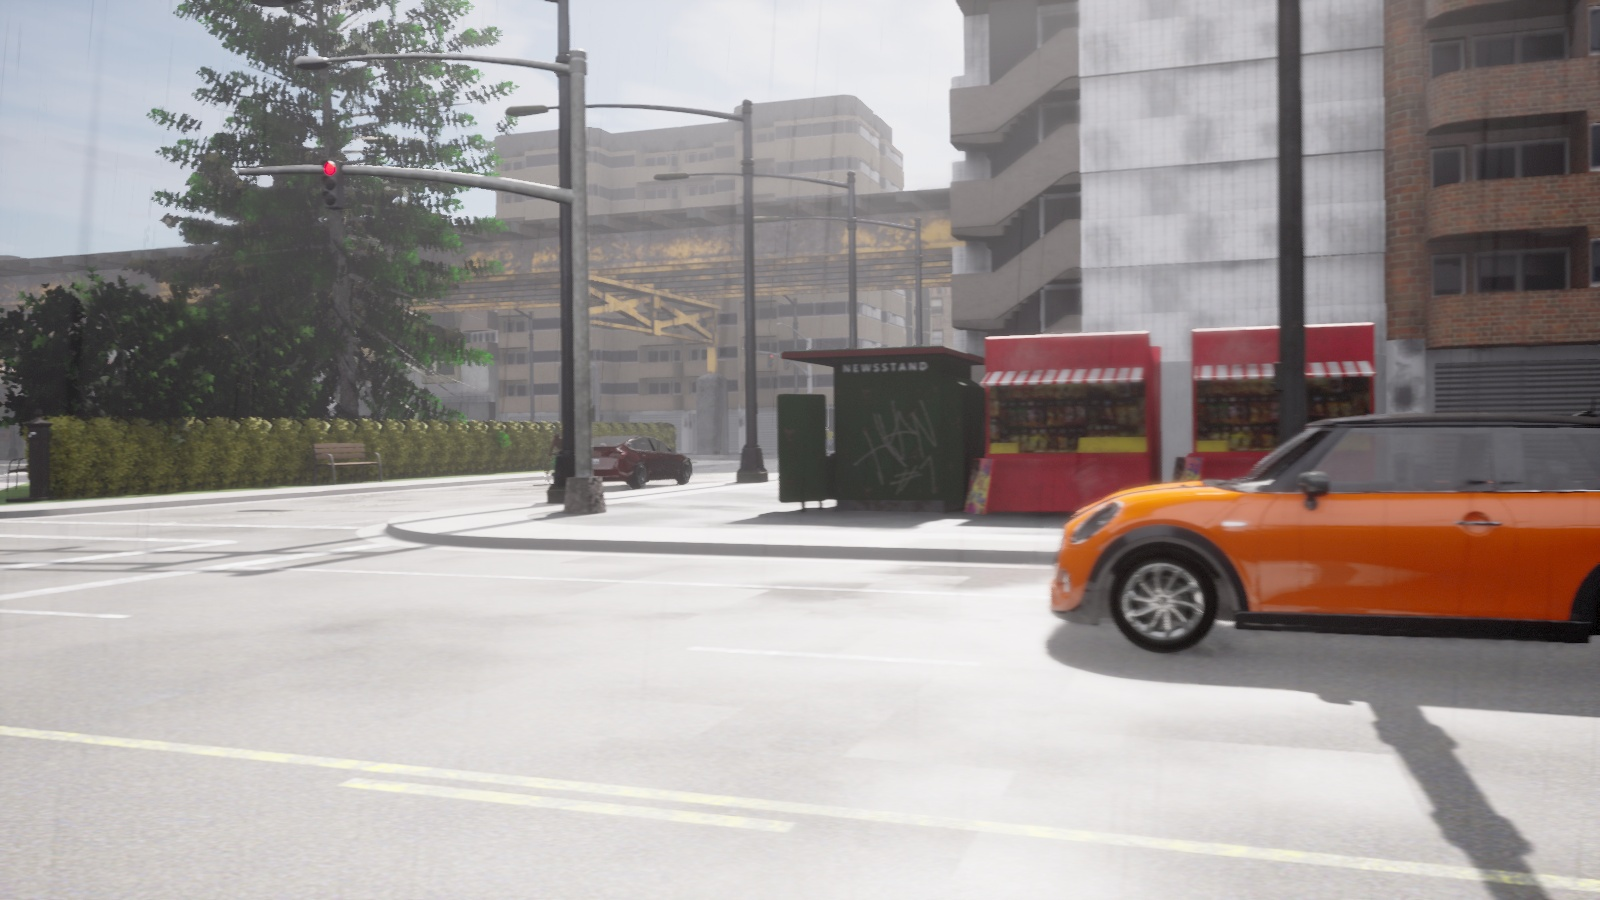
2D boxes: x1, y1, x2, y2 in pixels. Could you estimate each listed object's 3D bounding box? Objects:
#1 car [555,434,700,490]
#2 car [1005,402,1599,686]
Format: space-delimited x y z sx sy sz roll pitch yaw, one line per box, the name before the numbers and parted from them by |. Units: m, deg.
car | -4.836 0.279 35.980 2.163 1.488 4.792 0 1 19
car | 3.963 0.555 9.244 4.553 1.767 2.097 1 1 19
